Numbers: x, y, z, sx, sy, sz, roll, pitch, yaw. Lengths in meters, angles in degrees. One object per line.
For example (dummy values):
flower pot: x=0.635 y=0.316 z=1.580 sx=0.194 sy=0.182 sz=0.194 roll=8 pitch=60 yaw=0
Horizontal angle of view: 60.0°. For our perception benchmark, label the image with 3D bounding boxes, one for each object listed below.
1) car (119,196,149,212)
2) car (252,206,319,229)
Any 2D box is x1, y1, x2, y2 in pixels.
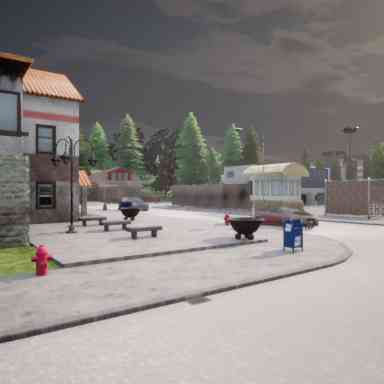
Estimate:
car: x=-6.747 y=1.351 z=38.438 sx=2.097 sy=1.767 sz=4.553 roll=0 pitch=0 yaw=-35
car: x=5.736 y=1.564 z=20.854 sx=1.994 sy=1.385 sz=4.181 roll=0 pitch=0 yaw=-36
